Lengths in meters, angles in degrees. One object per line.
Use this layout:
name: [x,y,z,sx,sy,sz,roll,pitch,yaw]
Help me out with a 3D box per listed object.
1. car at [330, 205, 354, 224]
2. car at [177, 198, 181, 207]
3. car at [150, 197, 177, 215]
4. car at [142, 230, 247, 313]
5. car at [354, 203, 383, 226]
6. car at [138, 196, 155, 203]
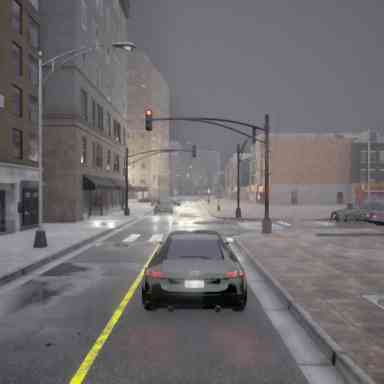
car: [12.068,1.512,23.561,4.181,1.385,1.994,0,0,0]
car: [-2.788,1.576,51.049,1.994,1.385,4.181,0,0,0]
car: [-2.825,1.508,34.362,1.837,1.490,4.892,0,0,0]
car: [0.056,1.563,7.758,1.994,1.385,4.181,0,0,0]
car: [13.340,1.499,20.554,5.357,1.411,2.033,0,0,-1]
car: [-8.938,1.586,69.937,4.674,1.442,1.812,0,0,9]
